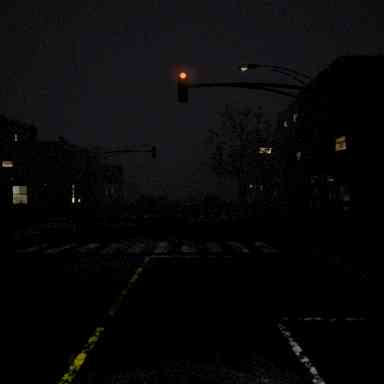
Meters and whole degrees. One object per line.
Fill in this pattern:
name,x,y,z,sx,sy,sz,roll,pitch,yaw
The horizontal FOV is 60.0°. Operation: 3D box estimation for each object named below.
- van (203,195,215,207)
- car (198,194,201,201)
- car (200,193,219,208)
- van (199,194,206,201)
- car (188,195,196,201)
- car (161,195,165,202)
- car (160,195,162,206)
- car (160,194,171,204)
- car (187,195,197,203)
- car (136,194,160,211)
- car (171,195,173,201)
van,2.679,1.328,52.529,1.690,1.788,3.998,-1,0,0
car,2.679,1.534,63.617,2.008,1.369,4.403,-1,0,0
car,2.679,1.303,46.985,2.192,1.841,5.009,-1,0,0
van,2.674,1.317,85.793,1.690,1.788,3.998,-1,0,0
car,-0.011,1.428,77.845,1.994,1.385,4.181,0,0,0
car,-5.700,1.569,52.528,1.802,1.307,4.206,-1,0,0
car,-5.700,1.533,46.984,1.887,1.381,4.507,-1,0,0
car,-5.704,1.299,63.616,2.192,1.841,5.009,-1,0,0
car,-0.010,1.460,67.394,1.882,1.535,5.008,0,0,0
car,-5.700,1.305,41.440,2.192,1.841,5.009,-1,0,0
car,-5.704,1.297,69.160,2.192,1.841,5.009,-1,0,0
